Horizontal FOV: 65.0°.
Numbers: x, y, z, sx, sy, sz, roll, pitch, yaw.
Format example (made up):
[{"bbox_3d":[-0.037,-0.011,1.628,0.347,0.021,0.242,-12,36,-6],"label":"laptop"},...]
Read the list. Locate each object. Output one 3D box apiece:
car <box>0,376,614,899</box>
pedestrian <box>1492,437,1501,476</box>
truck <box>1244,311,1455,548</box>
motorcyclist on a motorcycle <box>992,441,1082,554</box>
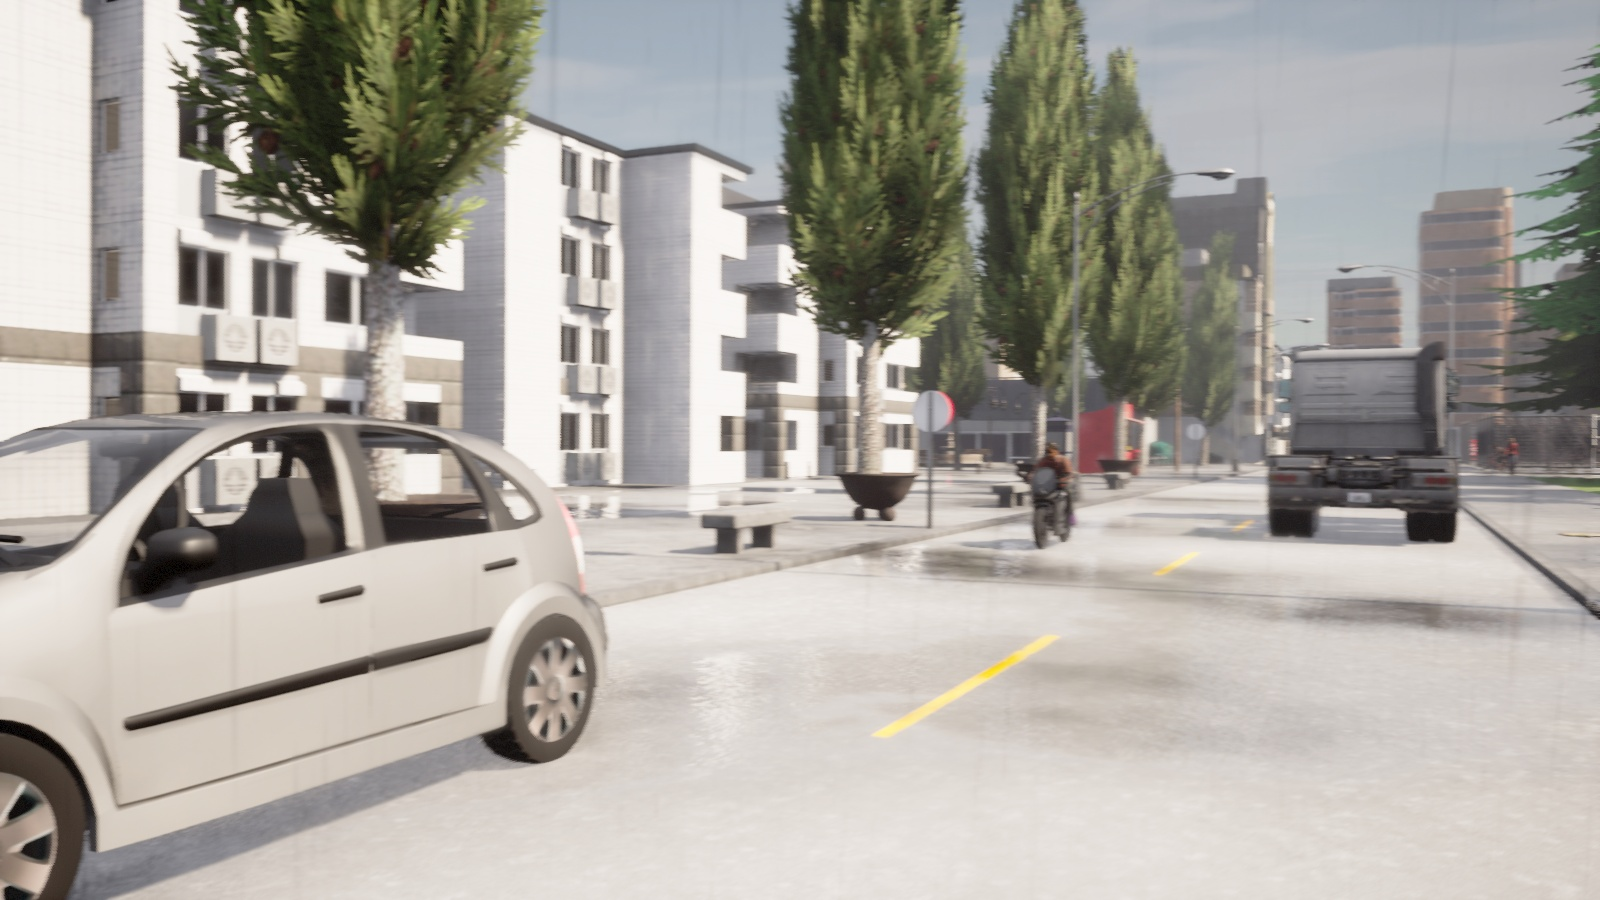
[{"bbox_3d":[-2.577,0.599,4.740,1.851,1.617,3.988,1,0,24],"label":"car"},{"bbox_3d":[33.435,0.322,60.305,0.331,1.846,0.636,1,0,25],"label":"pedestrian"},{"bbox_3d":[9.871,-0.305,22.554,2.891,3.462,7.936,1,0,24],"label":"truck"},{"bbox_3d":[3.439,0.644,18.075,0.797,1.523,2.044,1,0,24],"label":"motorcyclist on a motorcycle"}]
